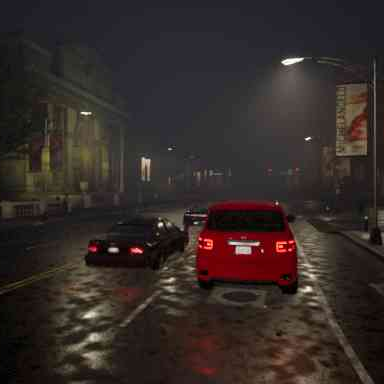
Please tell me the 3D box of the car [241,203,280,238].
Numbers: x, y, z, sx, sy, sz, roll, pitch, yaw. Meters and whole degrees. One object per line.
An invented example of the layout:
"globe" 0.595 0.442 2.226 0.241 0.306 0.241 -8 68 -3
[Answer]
"car" 3.942 1.478 18.723 1.882 1.535 5.008 0 0 14

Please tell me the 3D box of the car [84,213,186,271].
"car" -1.491 1.547 11.043 2.033 1.411 5.357 0 0 12

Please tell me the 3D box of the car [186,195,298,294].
"car" 1.591 1.221 9.061 2.150 2.045 5.566 0 0 13

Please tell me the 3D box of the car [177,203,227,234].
"car" 0.798 1.491 20.554 2.128 1.511 4.902 0 0 14
